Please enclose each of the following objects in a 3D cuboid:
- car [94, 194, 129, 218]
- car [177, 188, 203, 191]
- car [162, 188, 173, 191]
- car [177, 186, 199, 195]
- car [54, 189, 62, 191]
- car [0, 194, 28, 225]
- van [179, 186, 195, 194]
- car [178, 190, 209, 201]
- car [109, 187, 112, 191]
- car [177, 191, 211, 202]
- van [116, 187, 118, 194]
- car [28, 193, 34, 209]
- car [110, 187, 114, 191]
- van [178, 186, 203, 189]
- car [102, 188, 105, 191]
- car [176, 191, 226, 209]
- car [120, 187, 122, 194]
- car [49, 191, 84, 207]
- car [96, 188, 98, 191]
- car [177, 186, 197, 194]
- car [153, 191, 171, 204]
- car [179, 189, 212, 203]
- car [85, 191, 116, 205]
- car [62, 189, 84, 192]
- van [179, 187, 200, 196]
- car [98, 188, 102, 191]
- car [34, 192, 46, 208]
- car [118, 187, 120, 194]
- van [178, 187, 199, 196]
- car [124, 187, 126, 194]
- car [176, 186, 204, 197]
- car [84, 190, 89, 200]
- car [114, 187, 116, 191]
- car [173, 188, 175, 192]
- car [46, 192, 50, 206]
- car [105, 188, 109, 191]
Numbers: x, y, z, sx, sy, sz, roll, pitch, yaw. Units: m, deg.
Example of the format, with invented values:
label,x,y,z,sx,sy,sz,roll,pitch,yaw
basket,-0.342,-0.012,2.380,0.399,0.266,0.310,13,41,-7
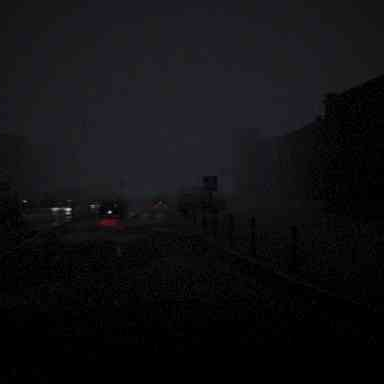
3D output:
label,x,y,z,sx,sy,sz,roll,pitch,yaw
car,-6.202,1.169,26.661,1.837,1.490,4.892,-1,1,-5
car,0.766,0.737,38.409,4.553,1.767,2.185,-1,1,-2
car,-4.646,0.521,55.420,1.882,1.535,5.008,-1,1,-2
car,-1.152,-0.430,85.610,5.566,2.045,2.435,-1,1,-2
car,-19.561,0.846,42.283,4.553,1.767,2.185,-1,1,-2
car,-12.117,1.206,19.473,2.097,1.767,4.553,-1,1,6
van,-1.349,-0.456,88.381,4.442,1.987,1.878,-1,1,-2
car,0.196,0.552,52.300,4.892,1.521,2.231,-1,1,-2
car,-20.801,0.298,72.587,4.892,1.521,2.231,-1,1,-2
car,0.289,0.614,49.648,5.008,1.535,2.097,-1,1,-2
van,-21.028,-0.099,80.972,4.442,1.987,1.878,-1,1,-2
car,-19.229,1.012,34.015,4.553,1.767,2.185,-1,1,-2
car,-20.911,0.242,75.341,4.892,1.521,2.231,-1,1,-2
van,0.503,0.581,41.307,4.442,1.987,1.878,-1,1,-2
car,-20.556,0.288,67.077,4.553,1.767,2.185,-1,1,-2
car,0.921,0.990,32.980,4.792,1.488,2.163,-1,1,-2
car,-21.544,0.024,86.351,5.366,1.575,1.946,-1,1,-2
car,-14.927,0.984,39.856,1.837,1.490,4.892,0,0,-2
car,-20.397,0.409,61.565,4.553,1.767,2.185,-1,1,-2
car,-1.479,-0.587,93.937,5.566,2.045,2.435,-1,1,-2
car,-4.089,0.913,43.952,1.895,1.301,4.718,-1,1,-2
car,0.438,0.557,46.745,4.553,1.767,2.185,-1,1,-2
car,-12.080,0.921,44.316,2.033,1.411,5.357,-1,1,-2
car,-19.953,0.535,50.545,5.566,2.045,2.435,-1,1,-2
van,-0.570,-0.179,74.508,4.442,1.987,1.878,-1,1,-2
car,-20.508,0.349,64.319,4.553,1.767,2.185,-1,1,-2
car,-19.375,1.086,36.776,5.008,1.535,2.097,-1,1,-2
car,-21.246,0.117,83.604,4.674,1.452,2.002,-1,1,-2
van,-0.694,-0.118,71.725,4.442,1.987,1.878,-1,1,-2
car,-21.609,-0.047,91.867,4.792,1.488,2.163,-1,1,-2
car,-0.440,-0.084,68.952,5.566,2.045,2.435,-1,1,-2
car,-19.848,0.718,53.313,5.366,1.575,1.946,-1,1,-2
car,-21.021,0.186,78.094,4.892,1.521,2.231,-1,1,-2
car,-0.174,0.102,60.746,5.566,2.045,2.435,-1,1,-2
car,-19.477,1.069,39.530,4.674,1.452,2.002,-1,1,-2
car,-20.690,0.356,69.832,4.892,1.521,2.231,-1,1,-2
